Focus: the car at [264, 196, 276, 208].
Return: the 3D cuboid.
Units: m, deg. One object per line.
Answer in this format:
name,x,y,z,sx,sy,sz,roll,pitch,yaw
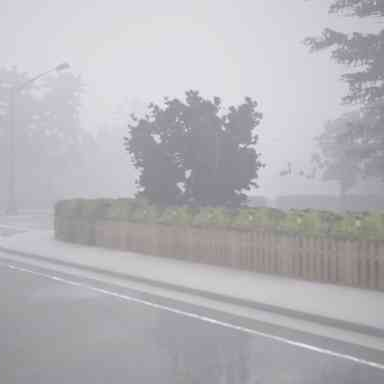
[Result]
car,10.447,1.377,47.307,2.128,1.511,4.902,0,0,36
